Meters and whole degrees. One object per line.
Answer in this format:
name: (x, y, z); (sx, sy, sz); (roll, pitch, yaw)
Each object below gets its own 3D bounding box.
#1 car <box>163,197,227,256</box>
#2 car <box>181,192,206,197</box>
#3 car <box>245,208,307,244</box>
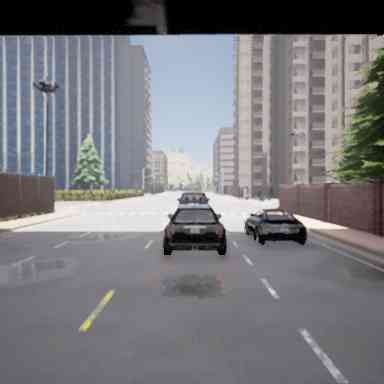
car: (0.099, 1.229, 12.676); (2.097, 1.767, 4.553); (0, 1, 0)
car: (0.110, 0.993, 23.665); (2.150, 2.045, 5.566); (0, 1, 0)
car: (3.602, 1.418, 14.917); (1.994, 1.385, 4.181); (0, 1, 0)
